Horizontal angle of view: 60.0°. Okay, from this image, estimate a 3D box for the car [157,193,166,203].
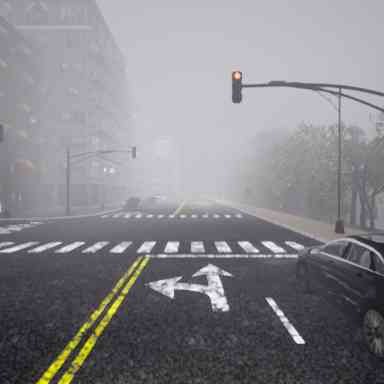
[{"bbox_3d":[-6.567,1.209,69.629,2.150,2.045,5.566,0,0,0],"label":"car"}]

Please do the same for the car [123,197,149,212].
[{"bbox_3d":[-6.634,1.335,38.577,2.097,1.767,4.553,0,0,0],"label":"car"}]

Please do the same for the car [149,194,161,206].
[{"bbox_3d":[-6.635,1.507,54.372,1.812,1.442,4.674,0,0,0],"label":"car"}]

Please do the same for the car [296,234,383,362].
[{"bbox_3d":[3.346,1.488,5.861,2.128,1.511,4.902,0,0,-1],"label":"car"}]
